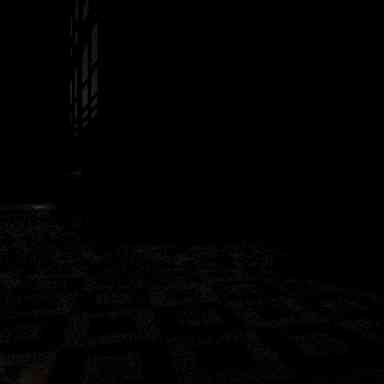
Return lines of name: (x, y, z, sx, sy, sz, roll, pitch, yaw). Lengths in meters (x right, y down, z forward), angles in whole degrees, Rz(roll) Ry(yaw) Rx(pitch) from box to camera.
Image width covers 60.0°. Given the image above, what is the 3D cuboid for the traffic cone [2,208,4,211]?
traffic cone: (-27.549, 2.436, 48.500, 0.340, 0.580, 0.340, 0, 0, 3)
